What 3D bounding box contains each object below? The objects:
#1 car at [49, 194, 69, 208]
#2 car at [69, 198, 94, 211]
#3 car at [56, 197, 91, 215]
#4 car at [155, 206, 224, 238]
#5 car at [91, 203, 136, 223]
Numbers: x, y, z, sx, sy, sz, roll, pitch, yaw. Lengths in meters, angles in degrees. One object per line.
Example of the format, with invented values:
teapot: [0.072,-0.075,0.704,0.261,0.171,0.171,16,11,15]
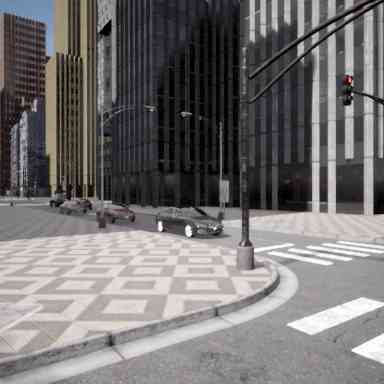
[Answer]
car: [-20.647,1.366,52.066,2.150,2.045,5.566,0,0,-35]
car: [-14.577,1.622,43.612,1.837,1.490,4.892,0,0,-35]
car: [-12.789,1.628,35.709,1.812,1.442,4.674,0,0,-35]
car: [-0.266,1.544,18.097,1.837,1.490,4.892,0,0,-35]
car: [-6.139,1.596,26.341,1.812,1.442,4.674,0,0,-35]
